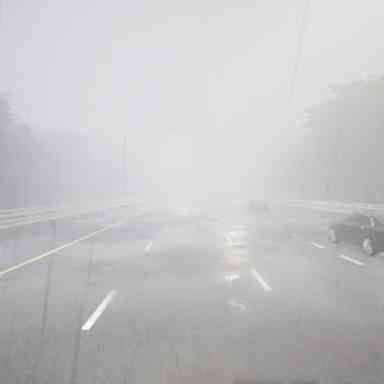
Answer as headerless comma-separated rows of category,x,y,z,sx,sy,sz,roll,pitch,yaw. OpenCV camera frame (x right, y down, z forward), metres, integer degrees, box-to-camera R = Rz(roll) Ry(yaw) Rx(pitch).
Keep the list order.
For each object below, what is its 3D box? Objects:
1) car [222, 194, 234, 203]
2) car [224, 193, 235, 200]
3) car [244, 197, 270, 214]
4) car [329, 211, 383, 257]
car,7.024,1.295,65.705,2.097,1.767,4.553,0,0,1
car,10.029,1.277,89.442,2.097,1.767,4.553,0,0,18
car,7.001,1.518,35.636,2.033,1.411,5.357,0,0,0
car,7.002,1.497,12.932,1.837,1.490,4.892,0,0,0
